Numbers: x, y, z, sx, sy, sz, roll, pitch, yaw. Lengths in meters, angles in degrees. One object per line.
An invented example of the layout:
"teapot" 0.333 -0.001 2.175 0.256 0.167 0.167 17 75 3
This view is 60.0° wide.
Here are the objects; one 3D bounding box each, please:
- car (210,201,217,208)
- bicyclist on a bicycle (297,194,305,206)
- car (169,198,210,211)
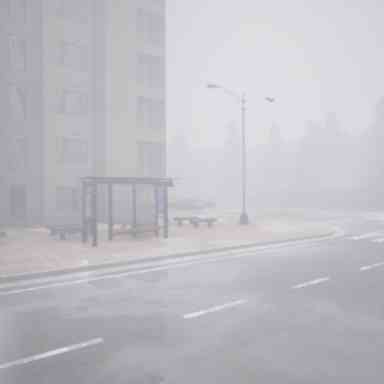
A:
"car" 0.870 1.403 41.972 1.895 1.301 4.718 0 0 -45
"bicyclist on a bicycle" 14.156 1.037 43.162 1.656 1.620 0.582 -1 0 -36
"car" -0.581 1.422 38.407 1.895 1.301 4.718 0 0 -41
